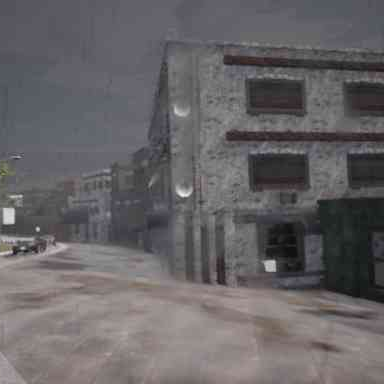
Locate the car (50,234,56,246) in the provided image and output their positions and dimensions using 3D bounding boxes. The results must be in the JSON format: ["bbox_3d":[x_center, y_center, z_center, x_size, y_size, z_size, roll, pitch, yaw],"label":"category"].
[{"bbox_3d":[-19.321,6.425,44.389,2.128,1.511,4.902,-1,-6,-25],"label":"car"}]

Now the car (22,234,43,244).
[{"bbox_3d":[-27.623,8.038,57.402,2.033,1.411,5.357,0,-5,-39],"label":"car"}]

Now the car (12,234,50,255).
[{"bbox_3d":[-13.268,4.332,27.298,1.812,1.442,4.674,-1,-6,-13],"label":"car"}]
